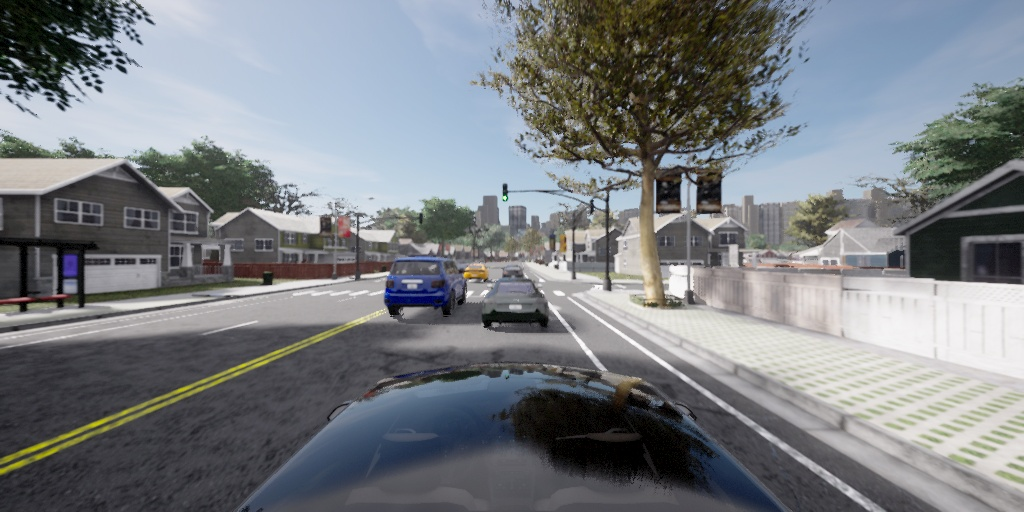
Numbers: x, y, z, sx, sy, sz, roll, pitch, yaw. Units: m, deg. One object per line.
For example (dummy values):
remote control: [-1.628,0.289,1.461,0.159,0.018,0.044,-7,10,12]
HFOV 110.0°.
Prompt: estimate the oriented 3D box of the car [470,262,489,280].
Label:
car: [-3.144,1.484,32.652,1.882,1.535,5.008,0,0,0]

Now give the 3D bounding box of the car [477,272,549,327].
car: [0.098,1.402,11.920,1.994,1.385,4.181,0,0,0]

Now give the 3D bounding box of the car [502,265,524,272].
car: [0.105,1.525,31.634,1.812,1.442,4.674,0,0,0]

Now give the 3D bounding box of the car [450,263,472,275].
car: [-6.580,1.660,46.632,2.033,1.411,5.357,0,0,0]

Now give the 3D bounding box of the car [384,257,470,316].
car: [-3.149,1.077,14.013,2.150,2.045,5.566,0,-1,0]
